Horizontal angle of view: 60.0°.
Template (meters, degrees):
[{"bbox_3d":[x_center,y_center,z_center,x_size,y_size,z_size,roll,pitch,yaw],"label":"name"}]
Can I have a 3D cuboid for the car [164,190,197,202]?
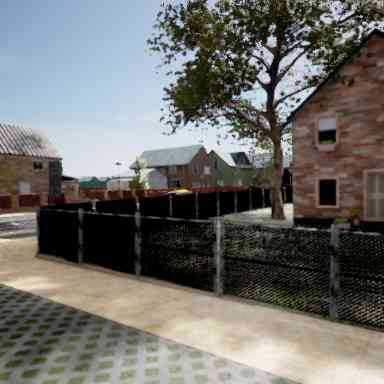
[{"bbox_3d":[-0.634,0.594,26.863,1.882,1.535,5.008,0,2,36],"label":"car"}]
